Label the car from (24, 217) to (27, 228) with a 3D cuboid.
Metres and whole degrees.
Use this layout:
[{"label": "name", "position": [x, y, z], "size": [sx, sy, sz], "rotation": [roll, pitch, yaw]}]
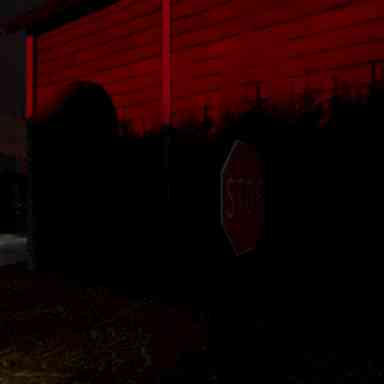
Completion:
[{"label": "car", "position": [-6.576, 1.194, 19.048], "size": [2.150, 2.045, 5.566], "rotation": [0, 0, 34]}]
